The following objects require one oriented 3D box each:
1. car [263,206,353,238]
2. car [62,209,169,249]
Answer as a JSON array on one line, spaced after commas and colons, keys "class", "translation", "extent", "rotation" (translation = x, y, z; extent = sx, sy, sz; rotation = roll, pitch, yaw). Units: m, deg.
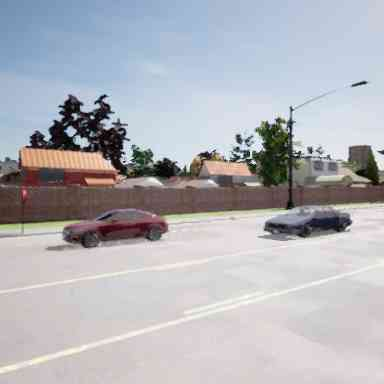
[{"class": "car", "translation": [6.028, 1.406, 16.889], "extent": [5.357, 1.411, 2.033], "rotation": [-1, 1, -35]}, {"class": "car", "translation": [-3.204, 1.489, 14.604], "extent": [4.674, 1.442, 1.812], "rotation": [-1, 0, -35]}]
